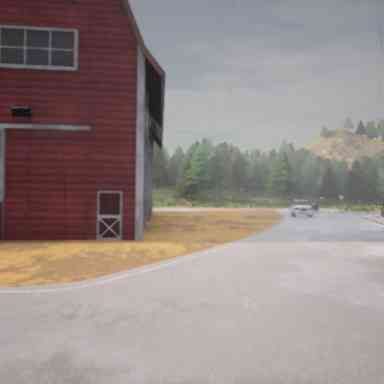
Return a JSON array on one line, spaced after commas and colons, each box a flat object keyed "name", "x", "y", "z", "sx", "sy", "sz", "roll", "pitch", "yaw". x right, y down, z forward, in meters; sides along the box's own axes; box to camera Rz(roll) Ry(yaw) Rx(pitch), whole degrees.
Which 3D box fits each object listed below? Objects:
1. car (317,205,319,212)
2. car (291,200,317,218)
[{"name": "car", "x": 20.339, "y": 2.520, "z": 57.269, "sx": 1.882, "sy": 1.535, "sz": 5.008, "roll": 0, "pitch": -1, "yaw": 7}, {"name": "car", "x": 12.832, "y": 1.921, "z": 38.923, "sx": 2.150, "sy": 2.045, "sz": 5.566, "roll": 0, "pitch": -1, "yaw": 14}]
